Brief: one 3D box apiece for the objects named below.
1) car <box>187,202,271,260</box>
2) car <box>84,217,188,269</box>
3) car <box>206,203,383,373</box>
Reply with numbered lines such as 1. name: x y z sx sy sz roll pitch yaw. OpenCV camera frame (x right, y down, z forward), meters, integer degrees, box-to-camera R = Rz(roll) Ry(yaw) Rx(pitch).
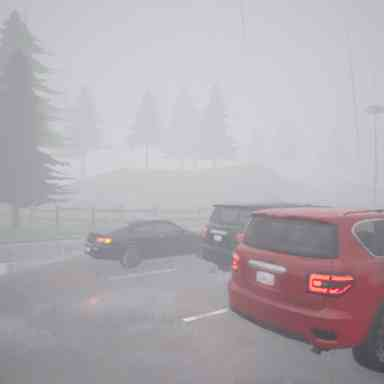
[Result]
1. car: 2.842 1.329 10.072 5.566 2.045 2.150 1 -1 -35
2. car: -1.286 1.600 11.428 4.674 1.442 1.812 1 -1 -36
3. car: 3.159 1.300 5.999 5.566 2.045 2.150 1 -1 -35
